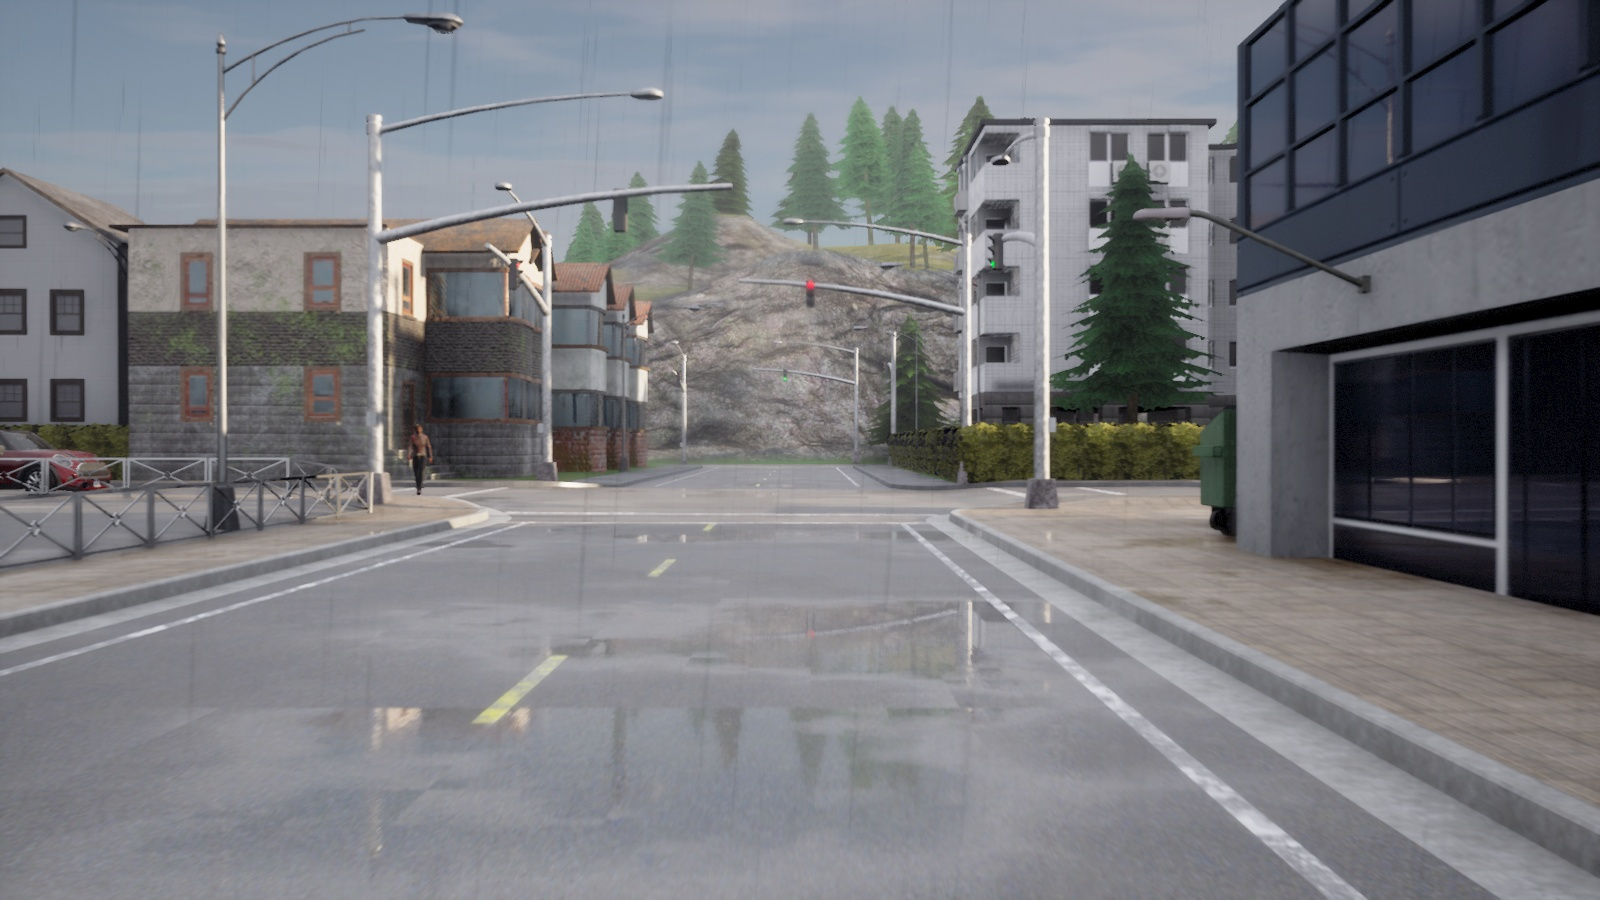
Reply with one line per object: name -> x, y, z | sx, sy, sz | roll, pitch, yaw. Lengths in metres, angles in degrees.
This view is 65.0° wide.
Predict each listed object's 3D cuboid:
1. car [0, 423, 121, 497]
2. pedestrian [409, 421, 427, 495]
car -> -19.653, 0.237, 31.107 | 4.553, 1.767, 2.097 | 0, 0, 0
pedestrian -> -9.402, 0.185, 30.908 | 0.328, 1.805, 0.869 | 0, 0, -12
